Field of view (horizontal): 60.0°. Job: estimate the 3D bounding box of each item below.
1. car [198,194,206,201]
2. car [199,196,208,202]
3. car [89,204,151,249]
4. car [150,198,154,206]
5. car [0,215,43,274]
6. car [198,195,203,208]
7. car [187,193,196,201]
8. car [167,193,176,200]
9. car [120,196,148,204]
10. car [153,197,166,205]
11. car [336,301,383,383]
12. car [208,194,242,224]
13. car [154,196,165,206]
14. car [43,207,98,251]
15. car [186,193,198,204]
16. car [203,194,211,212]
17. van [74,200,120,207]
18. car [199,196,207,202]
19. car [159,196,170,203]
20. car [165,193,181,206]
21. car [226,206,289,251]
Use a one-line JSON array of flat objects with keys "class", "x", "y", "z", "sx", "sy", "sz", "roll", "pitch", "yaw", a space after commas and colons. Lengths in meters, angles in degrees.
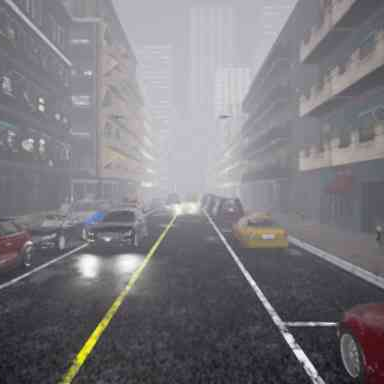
[{"class": "car", "x": 2.632, "y": 1.465, "z": 86.601, "sx": 1.967, "sy": 1.590, "sz": 4.097, "roll": -1, "pitch": 0, "yaw": 0}, {"class": "car", "x": 2.639, "y": 1.546, "z": 75.567, "sx": 1.752, "sy": 1.417, "sz": 4.829, "roll": -1, "pitch": 0, "yaw": 0}, {"class": "car", "x": -3.107, "y": 1.508, "z": 14.671, "sx": 1.837, "sy": 1.490, "sz": 4.892, "roll": 0, "pitch": 0, "yaw": 0}, {"class": "car", "x": -5.727, "y": 1.559, "z": 36.207, "sx": 2.008, "sy": 1.369, "sz": 4.403, "roll": -1, "pitch": 0, "yaw": 0}, {"class": "car", "x": -5.674, "y": 1.442, "z": 8.196, "sx": 1.967, "sy": 1.590, "sz": 4.097, "roll": -1, "pitch": 0, "yaw": 0}, {"class": "car", "x": 2.368, "y": 1.232, "z": 47.048, "sx": 2.150, "sy": 2.045, "sz": 5.566, "roll": 0, "pitch": 0, "yaw": 0}, {"class": "car", "x": -0.044, "y": 1.247, "z": 81.960, "sx": 2.097, "sy": 1.767, "sz": 4.553, "roll": 0, "pitch": 0, "yaw": 0}, {"class": "car", "x": -5.753, "y": 1.342, "z": 92.228, "sx": 2.192, "sy": 1.841, "sz": 5.009, "roll": -1, "pitch": 0, "yaw": 0}, {"class": "car", "x": -5.710, "y": 1.322, "z": 30.605, "sx": 2.192, "sy": 1.841, "sz": 5.009, "roll": -1, "pitch": 0, "yaw": 0}, {"class": "car", "x": -5.732, "y": 1.597, "z": 58.615, "sx": 1.802, "sy": 1.307, "sz": 4.206, "roll": -1, "pitch": 0, "yaw": 0}, {"class": "car", "x": 2.678, "y": 1.583, "z": 2.570, "sx": 1.802, "sy": 1.307, "sz": 4.206, "roll": -1, "pitch": 0, "yaw": 0}, {"class": "car", "x": 2.663, "y": 1.321, "z": 24.979, "sx": 2.192, "sy": 1.841, "sz": 5.009, "roll": -1, "pitch": 0, "yaw": 0}, {"class": "car", "x": -5.729, "y": 1.595, "z": 53.013, "sx": 1.802, "sy": 1.307, "sz": 4.206, "roll": -1, "pitch": 0, "yaw": 0}, {"class": "car", "x": -5.675, "y": 1.554, "z": 13.798, "sx": 2.008, "sy": 1.369, "sz": 4.403, "roll": -1, "pitch": 0, "yaw": 0}, {"class": "car", "x": -0.035, "y": 1.258, "z": 65.219, "sx": 2.150, "sy": 2.045, "sz": 5.566, "roll": 0, "pitch": 0, "yaw": 0}, {"class": "car", "x": 2.657, "y": 1.324, "z": 36.183, "sx": 2.192, "sy": 1.841, "sz": 5.009, "roll": -1, "pitch": 0, "yaw": 0}, {"class": "van", "x": -5.681, "y": 1.345, "z": 19.401, "sx": 1.690, "sy": 1.788, "sz": 3.998, "roll": -1, "pitch": 0, "yaw": 0}, {"class": "car", "x": 2.636, "y": 1.589, "z": 80.999, "sx": 1.947, "sy": 1.339, "sz": 4.313, "roll": -1, "pitch": 0, "yaw": 0}, {"class": "car", "x": -5.738, "y": 1.570, "z": 69.820, "sx": 2.008, "sy": 1.369, "sz": 4.403, "roll": -1, "pitch": 0, "yaw": 0}, {"class": "car", "x": -3.081, "y": 1.236, "z": 55.993, "sx": 2.150, "sy": 2.045, "sz": 5.566, "roll": 0, "pitch": 0, "yaw": 1}, {"class": "car", "x": 2.671, "y": 1.529, "z": 13.944, "sx": 1.752, "sy": 1.417, "sz": 4.829, "roll": -1, "pitch": 0, "yaw": 0}]
